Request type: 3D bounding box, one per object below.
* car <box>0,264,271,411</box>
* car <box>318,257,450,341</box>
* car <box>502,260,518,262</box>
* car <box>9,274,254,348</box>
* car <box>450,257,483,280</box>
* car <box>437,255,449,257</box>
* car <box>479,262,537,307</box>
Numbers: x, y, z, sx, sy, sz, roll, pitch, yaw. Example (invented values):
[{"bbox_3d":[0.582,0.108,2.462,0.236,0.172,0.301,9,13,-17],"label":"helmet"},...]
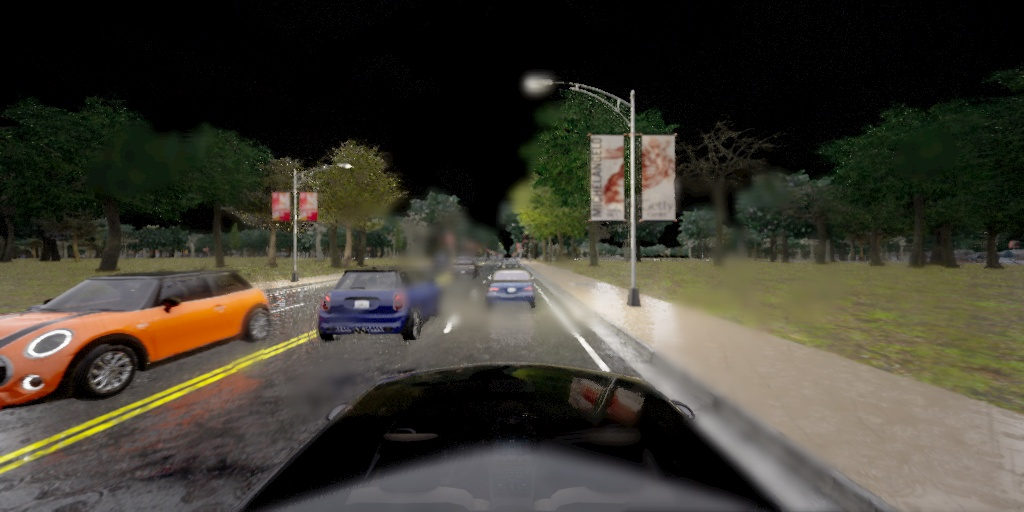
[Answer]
[{"bbox_3d":[-6.629,1.076,6.386,2.097,1.767,4.553,0,1,-1],"label":"car"},{"bbox_3d":[-3.211,1.023,9.755,2.097,1.767,4.553,0,1,-1],"label":"car"},{"bbox_3d":[-0.202,1.005,35.896,1.895,1.301,4.718,0,0,0],"label":"car"},{"bbox_3d":[-9.914,1.297,10.108,1.895,1.301,4.718,0,1,-1],"label":"car"},{"bbox_3d":[-3.372,0.983,27.618,2.128,1.511,4.902,0,1,-1],"label":"car"},{"bbox_3d":[-10.198,0.589,52.267,2.097,1.767,4.553,0,0,-1],"label":"car"},{"bbox_3d":[-0.014,1.154,14.504,2.033,1.411,5.357,0,1,0],"label":"car"}]
